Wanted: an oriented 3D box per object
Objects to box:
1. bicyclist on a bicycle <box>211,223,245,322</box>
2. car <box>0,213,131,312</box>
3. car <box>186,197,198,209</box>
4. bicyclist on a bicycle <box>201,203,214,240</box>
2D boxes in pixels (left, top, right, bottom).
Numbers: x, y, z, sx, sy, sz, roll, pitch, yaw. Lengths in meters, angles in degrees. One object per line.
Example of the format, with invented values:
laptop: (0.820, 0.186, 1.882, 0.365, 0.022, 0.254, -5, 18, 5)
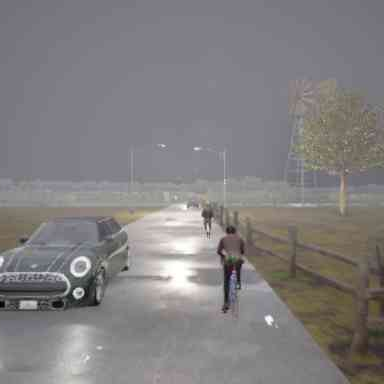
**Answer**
bicyclist on a bicycle: (0.759, 1.476, 6.362, 0.582, 1.620, 1.656, 0, 0, 0)
car: (-2.850, 1.381, 8.038, 2.097, 1.767, 4.553, 0, 0, 0)
car: (0.110, 1.971, 55.481, 1.837, 1.490, 4.892, 0, -1, 0)
bicyclist on a bicycle: (0.760, 1.435, 16.280, 0.659, 1.776, 1.843, 0, 0, 0)
